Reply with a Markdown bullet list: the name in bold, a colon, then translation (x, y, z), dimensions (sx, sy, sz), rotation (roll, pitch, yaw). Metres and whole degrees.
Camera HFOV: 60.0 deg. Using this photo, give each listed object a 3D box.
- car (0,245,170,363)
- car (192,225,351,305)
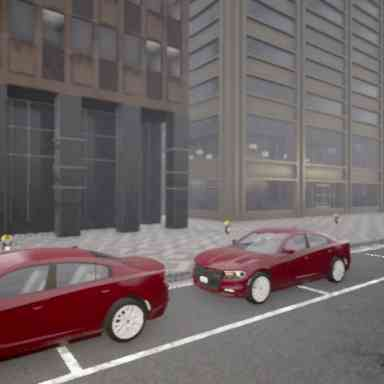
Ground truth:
- **car**: translation (-2.480, 1.546, 4.877), dimensions (4.507, 1.381, 1.887), rotation (0, 0, -36)
- **car**: translation (2.081, 1.552, 8.131), dimensions (4.507, 1.381, 1.887), rotation (0, 0, -36)
